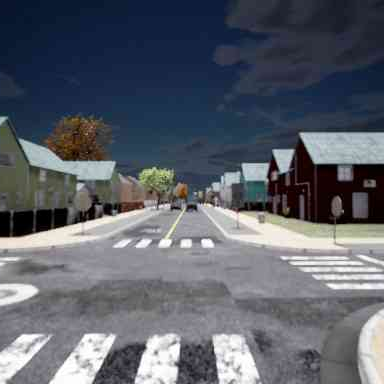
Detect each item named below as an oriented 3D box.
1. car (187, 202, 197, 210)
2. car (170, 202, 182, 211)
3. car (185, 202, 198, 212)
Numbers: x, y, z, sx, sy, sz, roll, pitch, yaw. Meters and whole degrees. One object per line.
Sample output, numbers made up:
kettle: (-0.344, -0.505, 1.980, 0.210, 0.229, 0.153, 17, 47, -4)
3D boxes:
car: (-0.026, 2.594, 64.188, 1.812, 1.442, 4.674, 0, -1, 0)
car: (-2.773, 2.500, 58.355, 2.033, 1.411, 5.357, 0, -1, 0)
car: (-0.022, 2.368, 53.770, 1.837, 1.490, 4.892, 0, -1, 0)
